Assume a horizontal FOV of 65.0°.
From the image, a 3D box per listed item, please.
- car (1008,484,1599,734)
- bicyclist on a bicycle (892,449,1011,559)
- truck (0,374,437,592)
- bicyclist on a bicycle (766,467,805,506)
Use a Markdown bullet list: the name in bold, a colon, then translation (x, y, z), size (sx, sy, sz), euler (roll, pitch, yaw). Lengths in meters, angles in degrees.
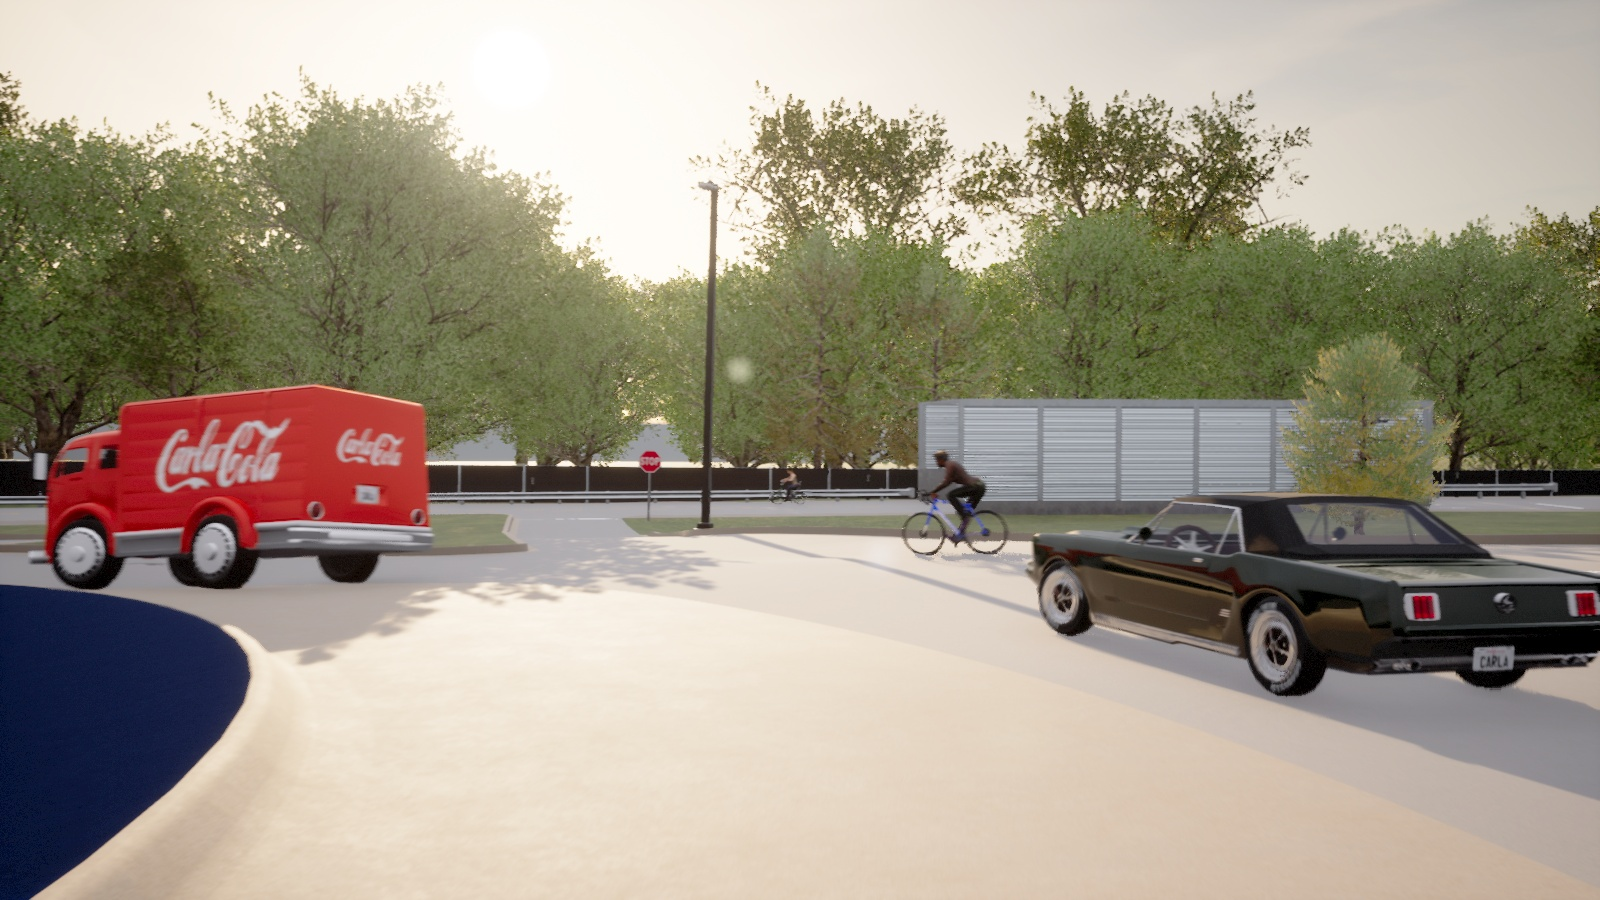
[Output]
- **car**: translation (3.515, 0.975, 9.606), size (1.895, 1.301, 4.718), euler (1, 0, -17)
- **bicyclist on a bicycle**: translation (2.317, 0.830, 19.218), size (1.656, 1.620, 0.582), euler (-2, 0, 18)
- **truck**: translation (-7.857, 0.614, 16.897), size (5.204, 2.467, 2.627), euler (-4, -7, 23)
- **bicyclist on a bicycle**: translation (-0.625, 1.556, 53.681), size (1.509, 1.612, 0.866), euler (0, 1, -10)
